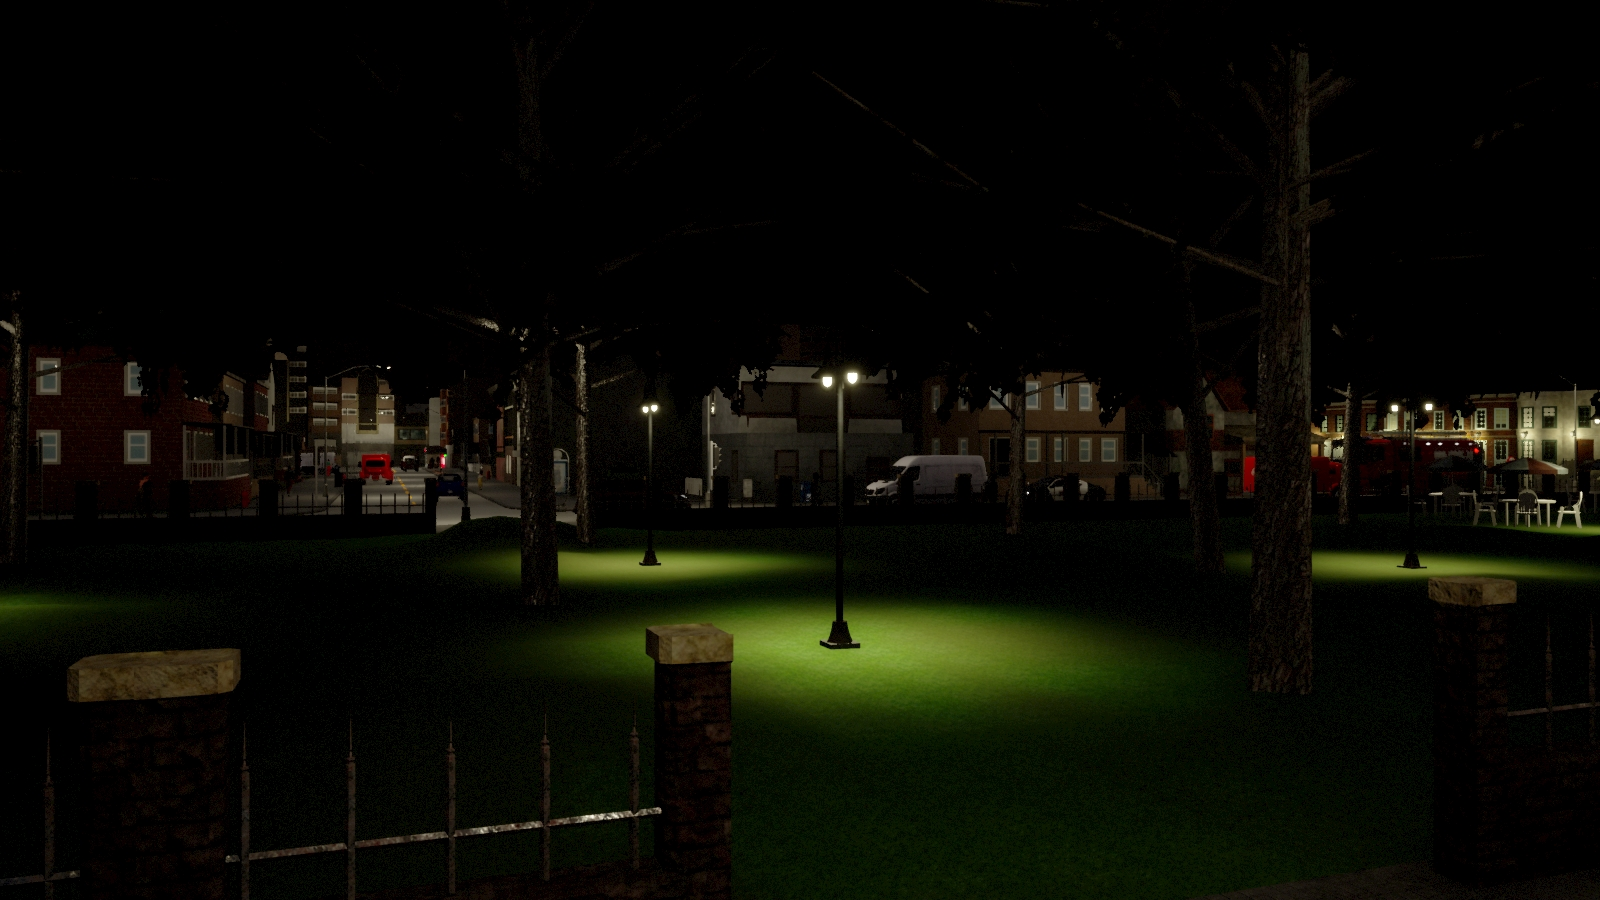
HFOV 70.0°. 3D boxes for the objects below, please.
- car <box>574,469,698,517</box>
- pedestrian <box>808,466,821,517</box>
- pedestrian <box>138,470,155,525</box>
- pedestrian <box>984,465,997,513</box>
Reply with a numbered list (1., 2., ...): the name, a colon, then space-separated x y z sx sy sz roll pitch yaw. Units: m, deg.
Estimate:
1. car: -6.539 1.685 45.389 4.553 1.767 2.097 0 0 -20
2. pedestrian: 0.531 1.525 42.303 0.375 1.860 0.375 0 0 -19
3. pedestrian: -22.356 1.628 39.088 0.375 1.860 0.375 0 0 12
4. pedestrian: 7.459 1.525 44.834 0.375 1.860 0.375 0 0 -19
